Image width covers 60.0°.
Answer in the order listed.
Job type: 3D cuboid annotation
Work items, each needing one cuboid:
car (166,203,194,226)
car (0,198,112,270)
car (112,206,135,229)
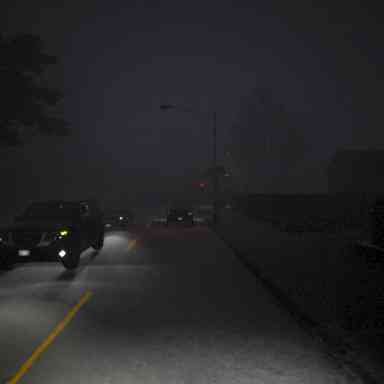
[{"bbox_3d":[-0.849,1.506,23.419,1.812,1.442,4.674,-1,0,-2],"label":"car"},{"bbox_3d":[-4.543,1.253,11.545,2.150,2.045,5.566,-1,0,-2],"label":"car"},{"bbox_3d":[-4.946,1.624,21.572,1.895,1.301,4.718,-1,0,-2],"label":"car"}]
